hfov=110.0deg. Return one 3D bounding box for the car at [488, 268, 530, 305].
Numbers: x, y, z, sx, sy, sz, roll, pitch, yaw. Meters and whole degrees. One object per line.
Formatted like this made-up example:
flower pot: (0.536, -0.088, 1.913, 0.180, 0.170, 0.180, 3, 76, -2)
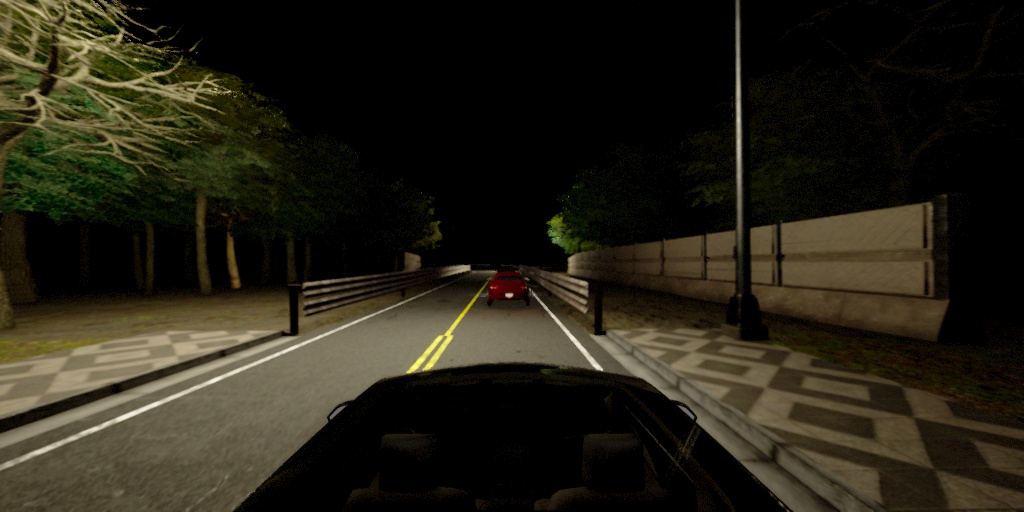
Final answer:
car: (-0.169, 1.467, 17.051, 1.812, 1.442, 4.674, 0, -1, -1)
